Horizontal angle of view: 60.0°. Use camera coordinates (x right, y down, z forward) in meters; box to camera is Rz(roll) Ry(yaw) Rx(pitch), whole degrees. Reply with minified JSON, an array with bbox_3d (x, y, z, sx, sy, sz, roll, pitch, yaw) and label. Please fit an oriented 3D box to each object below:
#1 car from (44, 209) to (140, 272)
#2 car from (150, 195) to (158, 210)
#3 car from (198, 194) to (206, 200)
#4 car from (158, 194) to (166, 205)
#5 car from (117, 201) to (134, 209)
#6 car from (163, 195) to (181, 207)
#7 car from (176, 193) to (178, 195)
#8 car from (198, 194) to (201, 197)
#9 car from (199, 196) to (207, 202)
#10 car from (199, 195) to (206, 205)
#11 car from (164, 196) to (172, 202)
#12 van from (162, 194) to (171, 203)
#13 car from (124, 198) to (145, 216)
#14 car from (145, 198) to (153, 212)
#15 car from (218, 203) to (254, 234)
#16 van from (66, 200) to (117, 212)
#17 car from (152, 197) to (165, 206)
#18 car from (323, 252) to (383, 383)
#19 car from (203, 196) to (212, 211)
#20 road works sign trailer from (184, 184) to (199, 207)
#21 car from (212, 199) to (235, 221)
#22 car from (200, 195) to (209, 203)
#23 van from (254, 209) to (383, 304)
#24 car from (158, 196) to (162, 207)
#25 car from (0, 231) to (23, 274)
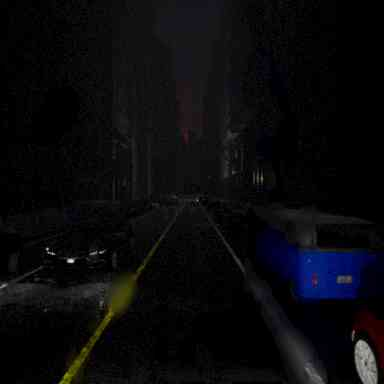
[{"bbox_3d":[-3.103,1.515,10.936,1.837,1.490,4.892,0,0,0],"label":"car"},{"bbox_3d":[-5.769,1.478,41.472,1.967,1.590,4.097,0,0,0],"label":"car"},{"bbox_3d":[2.750,1.628,63.894,1.947,1.339,4.313,0,0,0],"label":"car"},{"bbox_3d":[-5.771,1.363,52.676,2.192,1.841,5.009,0,0,0],"label":"car"},{"bbox_3d":[-5.766,1.604,24.667,1.802,1.307,4.206,0,0,0],"label":"car"},{"bbox_3d":[-3.090,1.574,51.996,1.812,1.442,4.674,0,0,0],"label":"car"},{"bbox_3d":[-5.782,1.542,91.888,1.967,1.590,4.097,0,0,0],"label":"car"},{"bbox_3d":[2.749,1.620,69.496,2.008,1.369,4.403,0,0,0],"label":"car"},{"bbox_3d":[2.746,1.667,80.700,1.802,1.307,4.206,0,0,0],"label":"car"},{"bbox_3d":[2.752,1.621,58.292,1.947,1.339,4.313,0,0,0],"label":"car"},{"bbox_3d":[-5.779,1.609,80.514,1.752,1.417,4.829,0,0,0],"label":"car"},{"bbox_3d":[-5.777,1.417,75.082,1.690,1.788,3.998,0,0,0],"label":"van"},{"bbox_3d":[-5.766,1.467,30.269,1.967,1.590,4.097,0,0,0],"label":"car"},{"bbox_3d":[-5.768,1.598,35.871,1.947,1.339,4.313,0,0,0],"label":"car"},{"bbox_3d":[2.761,1.562,19.078,1.887,1.381,4.507,0,0,0],"label":"car"},{"bbox_3d":[-5.763,1.358,19.066,1.690,1.788,3.998,0,0,0],"label":"van"},{"bbox_3d":[-5.774,1.636,58.277,1.802,1.307,4.206,0,0,0],"label":"car"},{"bbox_3d":[2.765,1.547,2.270,1.887,1.381,4.507,0,0,0],"label":"car"},{"bbox_3d":[2.756,1.583,41.486,1.887,1.381,4.507,0,0,0],"label":"car"},{"bbox_3d":[-0.012,0.514,53.143,2.380,3.560,2.880,0,0,0],"label":"road works sign trailer"},{"bbox_3d":[2.760,1.463,24.679,1.967,1.590,4.097,0,0,0],"label":"car"},{"bbox_3d":[2.748,1.517,75.099,1.967,1.590,4.097,0,0,0],"label":"car"},{"bbox_3d":[2.765,1.349,7.873,1.690,1.788,3.998,0,0,0],"label":"van"},{"bbox_3d":[-5.771,1.609,47.074,1.947,1.339,4.313,0,0,0],"label":"car"},{"bbox_3d":[-5.761,1.551,7.862,1.887,1.381,4.507,0,0,0],"label":"car"}]
